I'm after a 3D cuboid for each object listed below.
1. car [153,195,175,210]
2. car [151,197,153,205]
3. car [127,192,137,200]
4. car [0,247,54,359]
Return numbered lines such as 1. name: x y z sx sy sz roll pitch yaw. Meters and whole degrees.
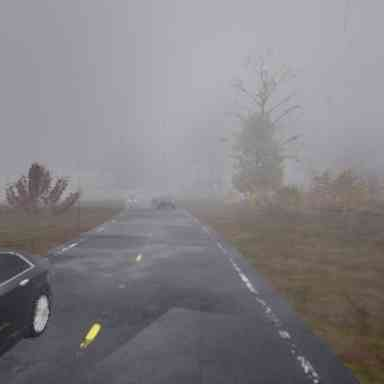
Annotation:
1. car: -3.320 1.180 41.091 2.097 1.767 4.553 0 0 -9
2. car: -5.497 1.260 53.129 1.882 1.535 5.008 0 0 -11
3. car: -14.411 1.186 81.061 1.837 1.490 4.892 0 0 -12
4. car: -3.192 1.491 3.725 1.837 1.490 4.892 0 0 -1
